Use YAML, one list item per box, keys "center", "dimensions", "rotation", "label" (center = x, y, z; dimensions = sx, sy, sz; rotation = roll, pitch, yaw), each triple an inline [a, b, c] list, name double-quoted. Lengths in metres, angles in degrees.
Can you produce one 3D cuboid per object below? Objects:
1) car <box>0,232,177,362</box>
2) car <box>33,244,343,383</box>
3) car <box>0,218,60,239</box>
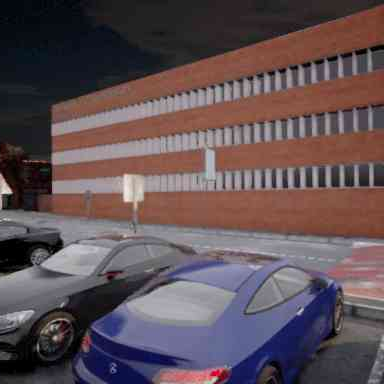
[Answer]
- center: [-1.616, 1.562, 6.156]
  dimensions: [2.002, 1.452, 4.674]
  rotation: [-1, 0, 36]
  label: "car"
- center: [0.680, 1.537, 4.508]
  dimensions: [2.002, 1.452, 4.674]
  rotation: [-1, 0, 36]
  label: "car"
- center: [-6.210, 1.569, 9.446]
  dimensions: [2.097, 1.535, 5.008]
  rotation: [-1, 0, 36]
  label: "car"
